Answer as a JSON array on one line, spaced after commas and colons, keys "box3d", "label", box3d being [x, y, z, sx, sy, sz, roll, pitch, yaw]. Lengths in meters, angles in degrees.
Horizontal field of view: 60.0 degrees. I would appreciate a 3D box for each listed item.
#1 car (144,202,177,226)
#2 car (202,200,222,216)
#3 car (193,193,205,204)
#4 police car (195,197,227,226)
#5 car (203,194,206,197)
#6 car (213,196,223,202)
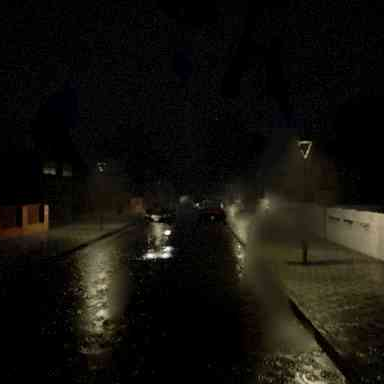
[{"box3d": [-2.186, 1.513, 23.856, 2.128, 1.511, 4.902, 0, 0, 3], "label": "car"}, {"box3d": [2.065, 1.560, 33.838, 1.812, 1.442, 4.674, 0, 0, 4], "label": "car"}, {"box3d": [1.660, 1.312, 65.145, 2.150, 2.045, 5.566, 0, 0, 8], "label": "car"}, {"box3d": [1.466, 1.447, 24.010, 1.930, 1.638, 5.238, 0, 0, 3], "label": "police car"}, {"box3d": [3.527, 1.565, 58.146, 2.128, 1.511, 4.902, 0, 0, 7], "label": "car"}, {"box3d": [6.092, 1.581, 76.703, 1.895, 1.301, 4.718, 0, 0, 9], "label": "car"}]
